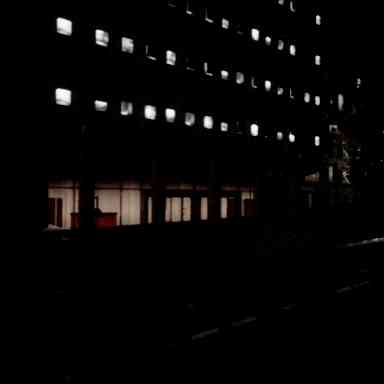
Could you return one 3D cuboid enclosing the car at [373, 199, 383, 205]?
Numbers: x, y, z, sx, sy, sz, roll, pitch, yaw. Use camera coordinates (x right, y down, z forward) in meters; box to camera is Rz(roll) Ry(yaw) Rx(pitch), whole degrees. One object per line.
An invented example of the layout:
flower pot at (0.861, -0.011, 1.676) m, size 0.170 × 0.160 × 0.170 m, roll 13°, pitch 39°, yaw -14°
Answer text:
car at (29.325, 1.484, 55.625) m, size 1.752 × 1.417 × 4.829 m, roll 0°, pitch -1°, yaw -35°
